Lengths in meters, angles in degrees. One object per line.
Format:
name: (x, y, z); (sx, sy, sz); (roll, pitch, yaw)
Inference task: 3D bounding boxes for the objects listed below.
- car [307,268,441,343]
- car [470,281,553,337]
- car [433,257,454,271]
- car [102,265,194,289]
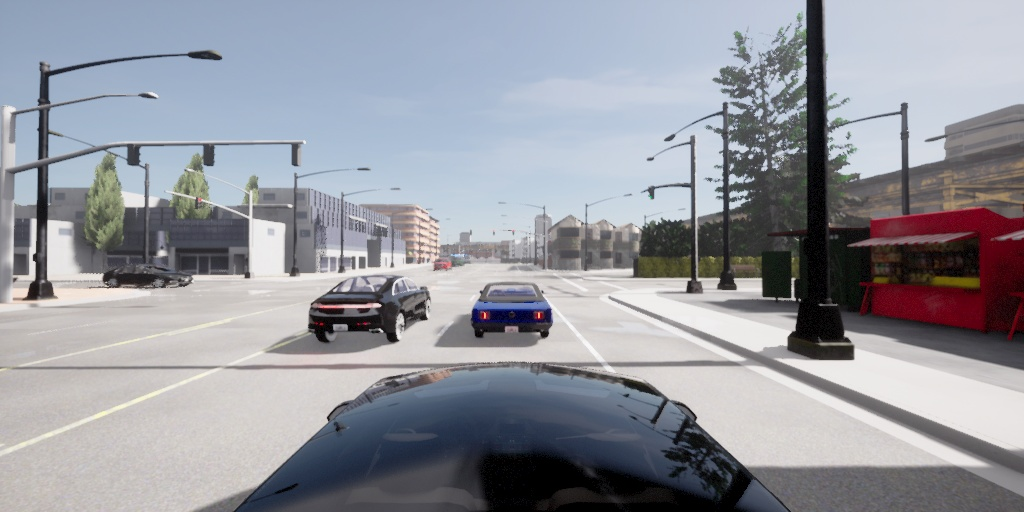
car: (-3.511, 1.252, 9.740); (2.128, 1.511, 4.902); (0, 0, 0)
car: (-0.011, 1.360, 10.219); (1.895, 1.301, 4.718); (0, 0, 0)
car: (-11.159, 1.352, 57.704); (2.150, 2.045, 5.566); (0, 1, -1)
car: (-23.691, 1.329, 23.436); (4.892, 1.490, 1.837); (0, -1, 0)
